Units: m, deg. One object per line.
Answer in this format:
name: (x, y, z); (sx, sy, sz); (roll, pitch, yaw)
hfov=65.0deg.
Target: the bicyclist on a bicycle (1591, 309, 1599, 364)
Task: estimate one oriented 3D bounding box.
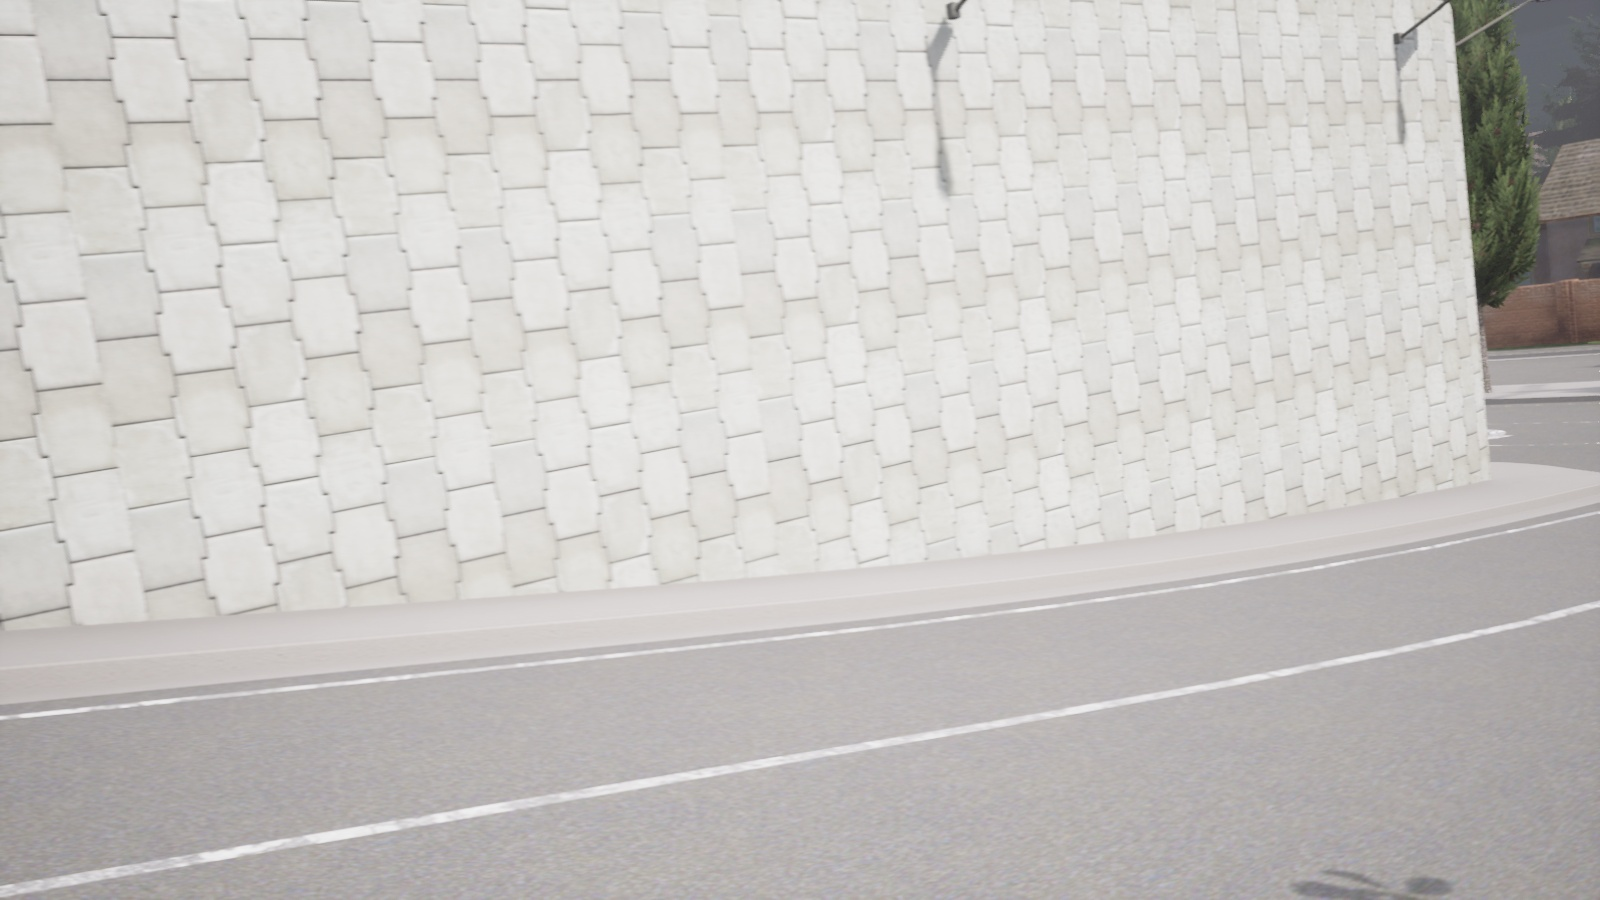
bicyclist on a bicycle: (27.203, -3.799, 41.238); (0.659, 1.776, 1.843); (-12, 7, -35)
